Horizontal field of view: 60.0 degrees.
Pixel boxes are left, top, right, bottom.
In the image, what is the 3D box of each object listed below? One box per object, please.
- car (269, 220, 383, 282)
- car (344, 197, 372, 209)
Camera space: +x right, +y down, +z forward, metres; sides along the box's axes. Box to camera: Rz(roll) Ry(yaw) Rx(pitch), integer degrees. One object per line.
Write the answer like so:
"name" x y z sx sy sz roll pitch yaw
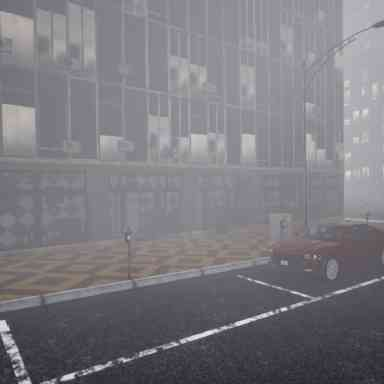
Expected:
"car" 4.154 1.542 9.716 4.507 1.381 1.887 0 -1 -36
"car" 18.691 1.275 39.598 1.752 1.417 4.829 -1 1 -35
